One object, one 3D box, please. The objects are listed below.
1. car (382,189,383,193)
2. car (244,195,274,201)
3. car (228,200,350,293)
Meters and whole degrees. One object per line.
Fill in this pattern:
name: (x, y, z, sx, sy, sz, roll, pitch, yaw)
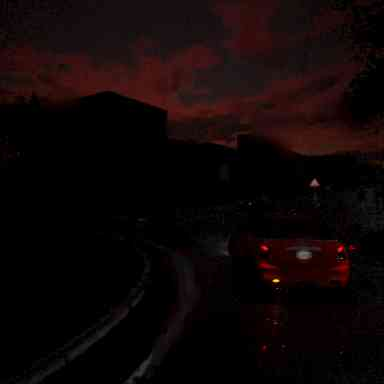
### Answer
car: (48.403, -0.474, 79.230, 5.566, 2.045, 2.435, 1, 2, 36)
car: (6.098, 1.007, 30.112, 2.097, 1.767, 4.553, 0, 1, 33)
car: (2.292, 1.282, 8.890, 2.097, 1.767, 4.553, 1, 1, 0)
